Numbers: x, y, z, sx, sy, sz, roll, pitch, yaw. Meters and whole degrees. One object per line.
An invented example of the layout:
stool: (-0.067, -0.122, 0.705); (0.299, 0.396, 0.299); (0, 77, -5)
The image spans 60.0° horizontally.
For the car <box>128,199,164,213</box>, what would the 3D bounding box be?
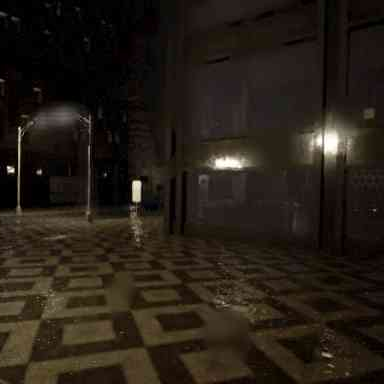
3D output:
car: (-4.907, 1.466, 36.446); (1.812, 1.442, 4.674); (2, 1, 35)
